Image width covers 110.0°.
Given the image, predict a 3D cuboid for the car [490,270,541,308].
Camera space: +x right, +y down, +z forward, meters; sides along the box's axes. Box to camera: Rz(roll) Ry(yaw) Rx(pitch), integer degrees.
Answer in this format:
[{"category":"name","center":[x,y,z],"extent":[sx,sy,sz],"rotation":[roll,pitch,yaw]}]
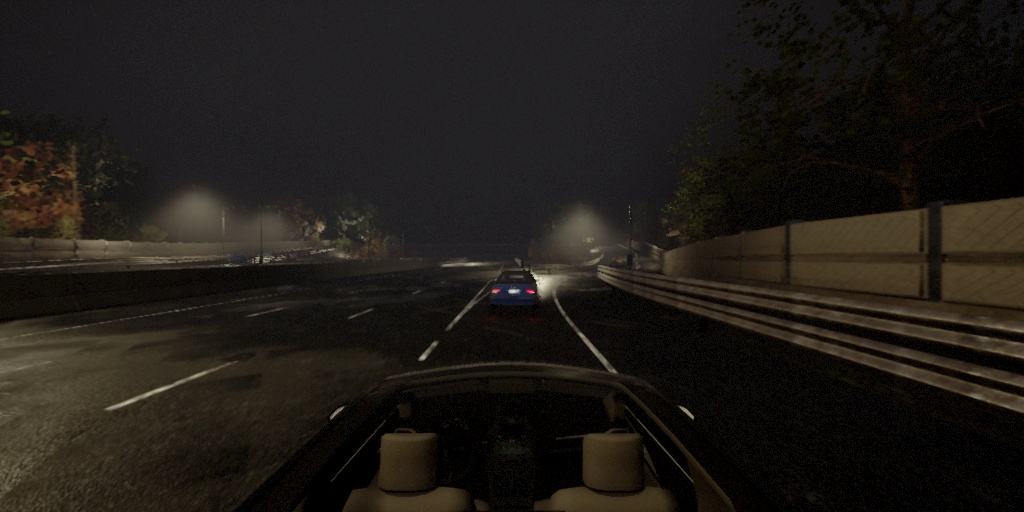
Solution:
[{"category":"car","center":[0.203,1.301,15.152],"extent":[2.033,1.411,5.357],"rotation":[0,0,4]}]
